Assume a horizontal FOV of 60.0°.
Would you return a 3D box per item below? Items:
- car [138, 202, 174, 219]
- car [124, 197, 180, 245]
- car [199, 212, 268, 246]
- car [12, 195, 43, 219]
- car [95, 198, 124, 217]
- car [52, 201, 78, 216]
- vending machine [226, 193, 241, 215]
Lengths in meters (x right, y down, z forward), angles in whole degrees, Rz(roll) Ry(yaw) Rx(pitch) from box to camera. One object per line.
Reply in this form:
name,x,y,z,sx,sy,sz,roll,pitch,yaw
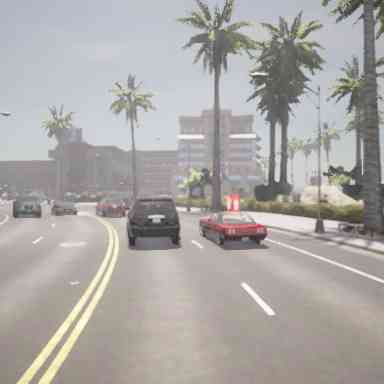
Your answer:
car,-3.446,1.615,30.911,1.895,1.301,4.718,0,0,-24
car,-1.956,1.230,15.809,2.150,2.045,5.566,0,0,-12
car,1.680,1.593,15.426,1.895,1.301,4.718,0,0,-12
car,-15.182,1.285,30.654,2.150,2.045,5.566,0,0,-29
car,-7.969,1.386,32.099,2.097,1.767,4.553,0,0,-26
car,-12.759,1.618,33.244,1.994,1.385,4.181,0,0,-30
vending machine,4.040,1.177,32.488,1.100,2.100,0.880,0,0,-23
